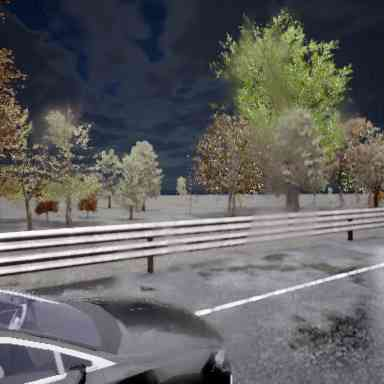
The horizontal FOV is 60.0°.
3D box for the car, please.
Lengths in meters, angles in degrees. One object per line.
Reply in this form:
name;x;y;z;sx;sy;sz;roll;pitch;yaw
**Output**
car;-1.855;1.492;2.399;4.902;1.511;2.128;0;0;-35
